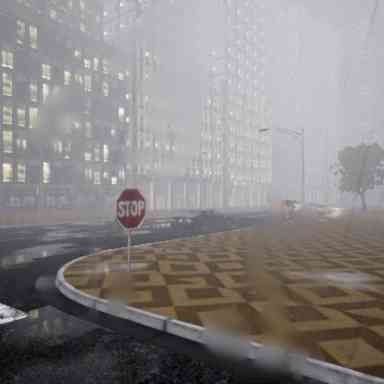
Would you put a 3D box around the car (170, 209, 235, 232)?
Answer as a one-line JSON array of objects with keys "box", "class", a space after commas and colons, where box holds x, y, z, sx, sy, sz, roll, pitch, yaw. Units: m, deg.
[{"box": [0.844, 1.830, 22.178, 2.033, 1.411, 5.357, -1, -1, 37], "class": "car"}]

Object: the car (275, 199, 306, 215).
[{"box": [12.838, 1.938, 44.037, 2.150, 2.045, 5.566, -1, -1, 36], "class": "car"}]

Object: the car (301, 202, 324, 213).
[{"box": [19.111, 2.382, 52.676, 2.128, 1.511, 4.902, -1, -1, 36], "class": "car"}]

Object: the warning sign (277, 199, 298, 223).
[{"box": [7.702, 1.494, 26.743, 1.300, 1.860, 1.060, 0, 0, 36], "class": "warning sign"}]

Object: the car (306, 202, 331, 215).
[{"box": [17.048, 2.328, 44.253, 1.895, 1.301, 4.718, -1, -1, 37], "class": "car"}]
